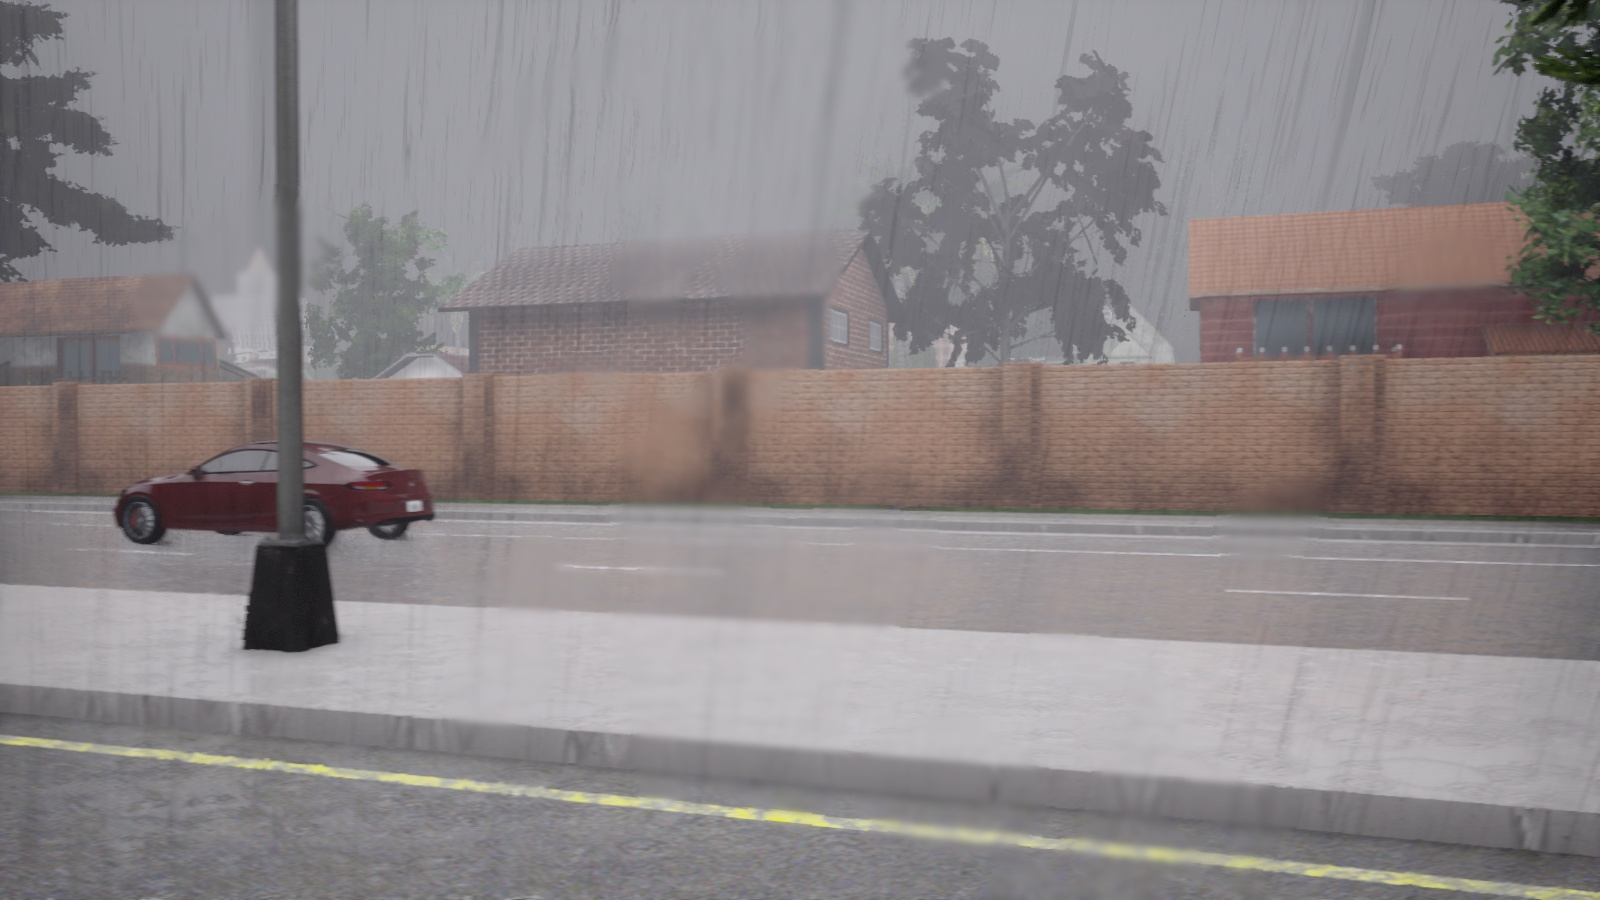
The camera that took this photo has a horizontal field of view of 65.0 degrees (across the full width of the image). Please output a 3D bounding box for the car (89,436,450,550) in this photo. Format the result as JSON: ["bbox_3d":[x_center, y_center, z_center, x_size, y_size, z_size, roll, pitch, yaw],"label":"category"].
[{"bbox_3d":[-7.498,0.535,17.801,4.674,1.442,1.812,1,1,18],"label":"car"}]
